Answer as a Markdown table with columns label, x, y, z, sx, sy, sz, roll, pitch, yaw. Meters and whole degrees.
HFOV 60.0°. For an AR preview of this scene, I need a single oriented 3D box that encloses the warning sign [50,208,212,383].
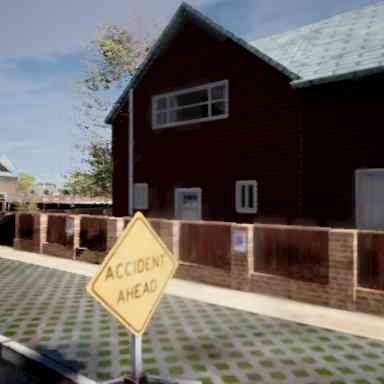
| label | x | y | z | sx | sy | sz | roll | pitch | yaw |
| --- | --- | --- | --- | --- | --- | --- | --- | --- | --- |
| warning sign | -0.586 | 1.137 | 3.492 | 1.060 | 1.860 | 1.300 | 0 | 0 | 36 |
